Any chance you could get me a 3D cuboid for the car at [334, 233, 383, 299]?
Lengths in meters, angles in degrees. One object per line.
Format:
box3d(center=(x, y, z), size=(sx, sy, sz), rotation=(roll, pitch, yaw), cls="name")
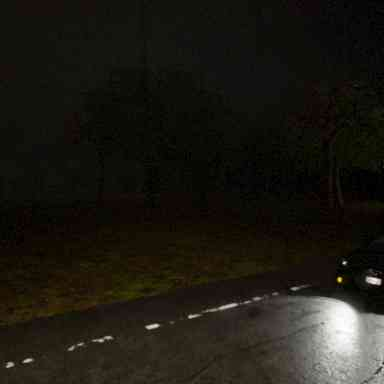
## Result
box3d(center=(5.187, 1.565, 7.695), size=(4.181, 1.385, 1.994), rotation=(0, 0, -36), cls="car")
